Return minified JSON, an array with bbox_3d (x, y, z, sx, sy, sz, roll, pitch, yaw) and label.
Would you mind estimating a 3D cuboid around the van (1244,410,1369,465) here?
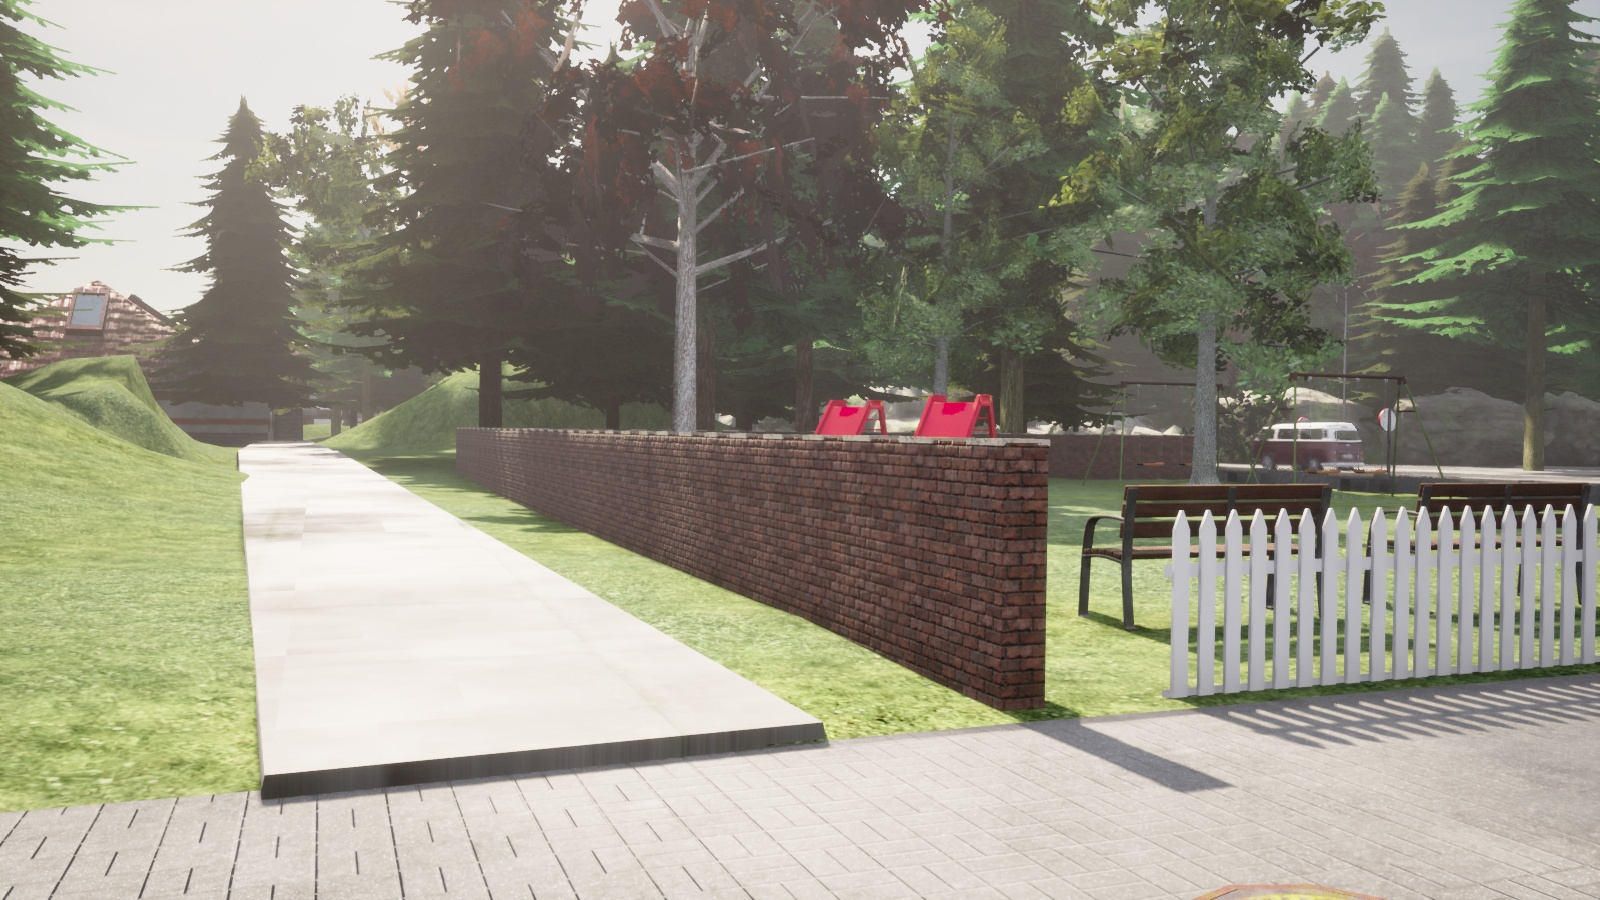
[{"bbox_3d":[19.792,-0.495,49.276,2.069,2.038,4.480,-1,1,-21],"label":"van"}]
